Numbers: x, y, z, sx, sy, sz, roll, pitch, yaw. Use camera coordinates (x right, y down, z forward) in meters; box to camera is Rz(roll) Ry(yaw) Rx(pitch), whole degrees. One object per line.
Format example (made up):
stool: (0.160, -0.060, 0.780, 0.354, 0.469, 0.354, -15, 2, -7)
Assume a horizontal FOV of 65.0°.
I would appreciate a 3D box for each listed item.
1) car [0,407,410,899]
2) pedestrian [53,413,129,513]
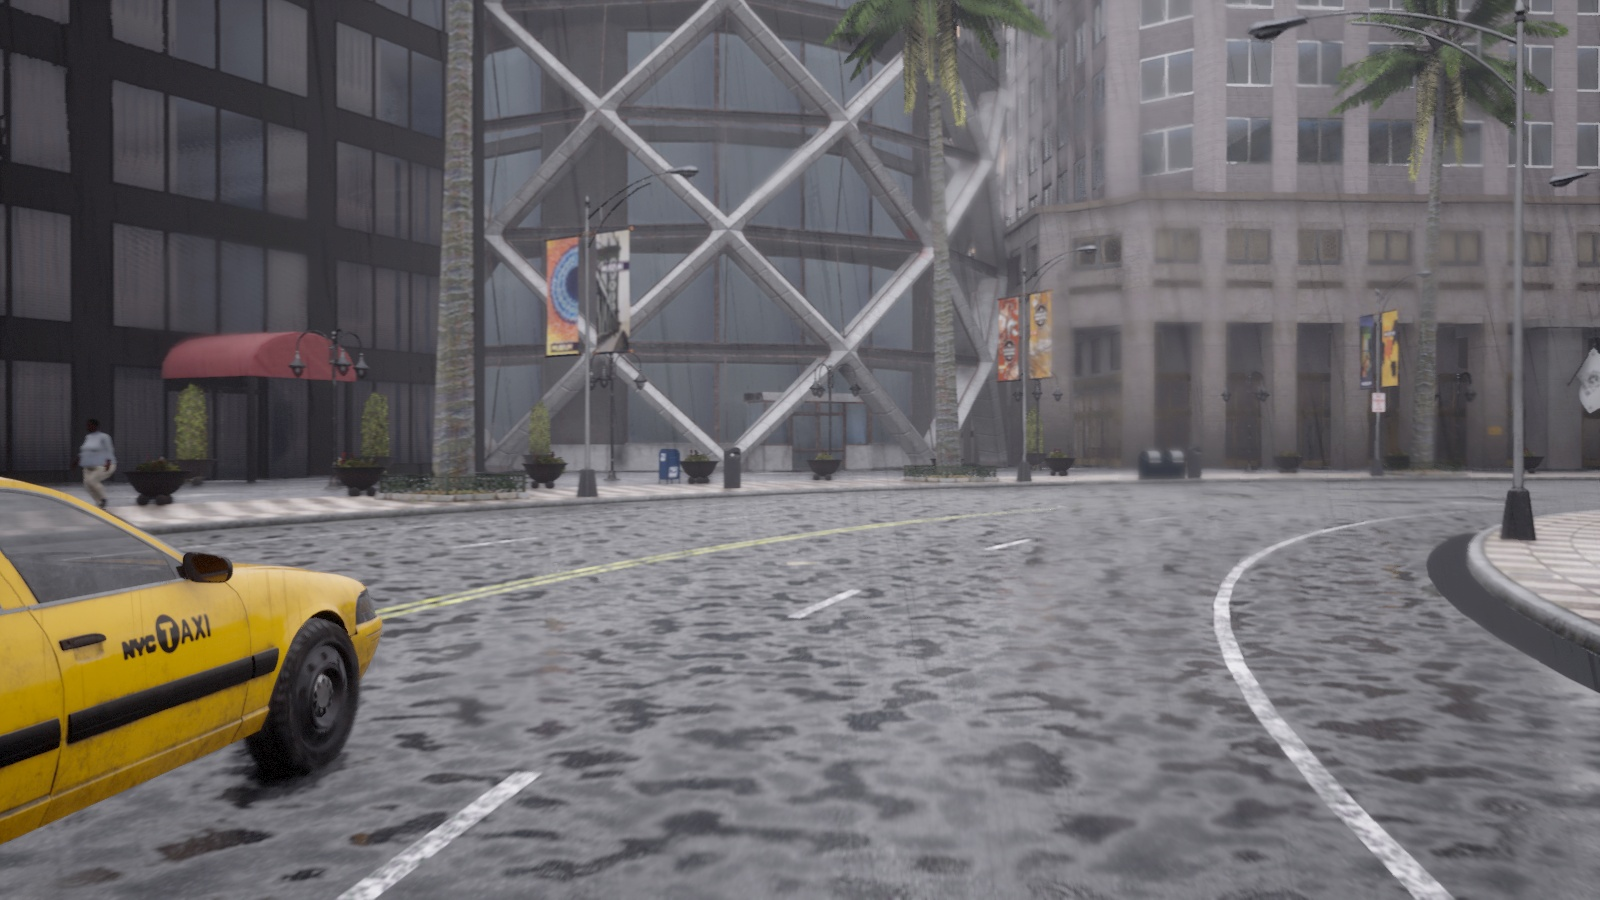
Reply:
car: (-3.189, 0.658, 3.972, 1.801, 1.575, 5.366, 0, 0, 5)
pedestrian: (-13.498, 0.245, 23.926, 0.874, 1.855, 0.900, 0, 0, 22)
